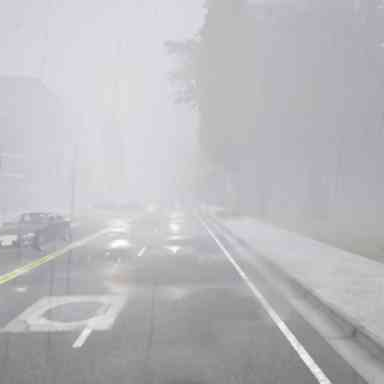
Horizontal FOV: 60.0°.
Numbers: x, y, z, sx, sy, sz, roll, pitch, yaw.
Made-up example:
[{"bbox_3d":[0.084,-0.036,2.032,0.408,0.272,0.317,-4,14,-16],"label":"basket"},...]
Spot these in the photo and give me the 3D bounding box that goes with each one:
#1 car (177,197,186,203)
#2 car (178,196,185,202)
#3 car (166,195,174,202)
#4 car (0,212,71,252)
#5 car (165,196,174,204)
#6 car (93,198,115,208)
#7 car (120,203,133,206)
[{"bbox_3d":[-2.562,1.923,83.728,2.097,1.767,4.553,-1,0,-2],"label":"car"},{"bbox_3d":[-2.836,1.977,92.509,1.812,1.442,4.674,-1,0,-2],"label":"car"},{"bbox_3d":[-6.086,1.847,92.377,2.097,1.767,4.553,-1,0,-2],"label":"car"},{"bbox_3d":[-6.940,1.658,14.845,2.128,1.511,4.902,-1,0,-1],"label":"car"},{"bbox_3d":[-5.796,2.104,83.239,1.837,1.490,4.892,-1,0,-2],"label":"car"},{"bbox_3d":[-11.004,1.481,41.703,1.882,1.535,5.008,-1,0,-2],"label":"car"},{"bbox_3d":[-7.755,1.504,41.804,2.033,1.411,5.357,-1,0,-2],"label":"car"}]
